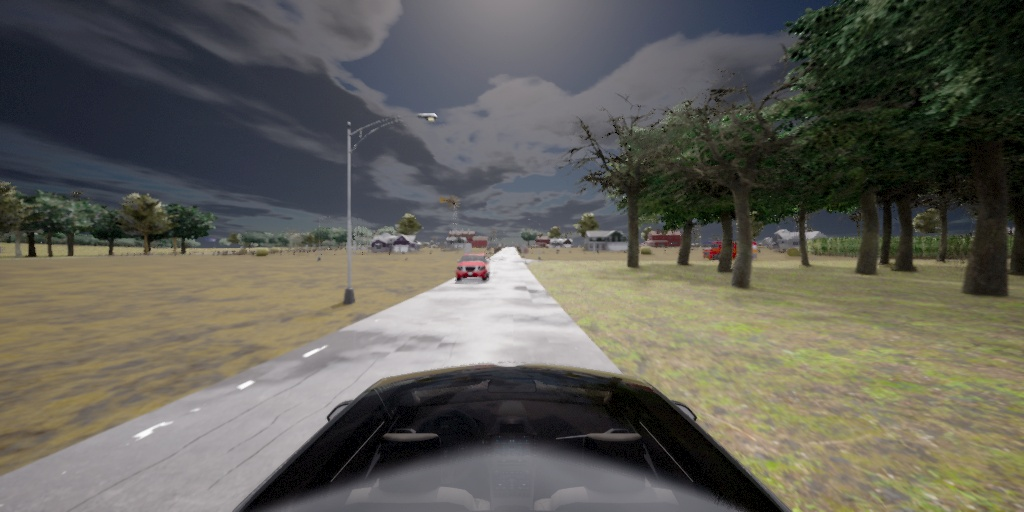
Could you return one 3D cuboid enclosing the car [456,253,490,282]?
[{"bbox_3d":[-2.845,0.795,27.157,2.150,2.045,5.566,0,1,0],"label":"car"}]
